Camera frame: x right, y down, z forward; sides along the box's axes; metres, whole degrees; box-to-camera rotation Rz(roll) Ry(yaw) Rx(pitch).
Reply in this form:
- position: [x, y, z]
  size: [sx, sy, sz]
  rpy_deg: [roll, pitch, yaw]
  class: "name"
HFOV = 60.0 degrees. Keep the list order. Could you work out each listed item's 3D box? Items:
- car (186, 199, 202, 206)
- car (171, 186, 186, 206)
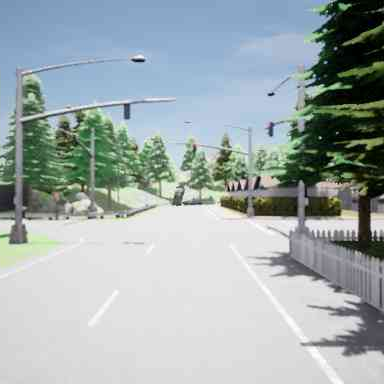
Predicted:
- position: [0.114, 2.211, 71.016]
  size: [4.181, 1.385, 1.994]
  rpy_deg: [0, -1, -43]
  class: "car"
- position: [-2.900, 0.786, 67.094]
  size: [1.895, 4.718, 1.301]
  rpy_deg: [-3, -32, 24]
  class: "car"
